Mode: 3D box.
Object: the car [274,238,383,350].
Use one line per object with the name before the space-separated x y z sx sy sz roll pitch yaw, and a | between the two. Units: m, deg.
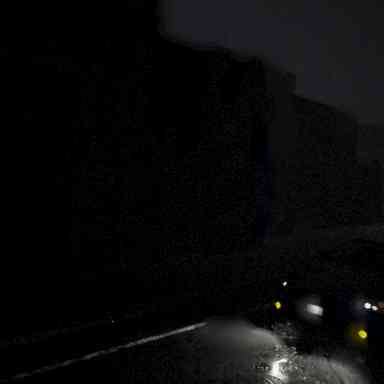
car | 3.474 1.600 6.188 4.181 1.385 1.994 0 0 -36
